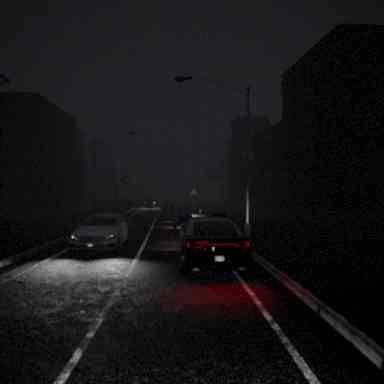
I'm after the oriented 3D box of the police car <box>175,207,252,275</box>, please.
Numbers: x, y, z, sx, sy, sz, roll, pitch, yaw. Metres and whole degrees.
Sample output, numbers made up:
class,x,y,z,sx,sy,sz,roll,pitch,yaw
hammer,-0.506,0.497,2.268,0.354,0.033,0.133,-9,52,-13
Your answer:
class,x,y,z,sx,sy,sz,roll,pitch,yaw
police car,0.531,1.465,10.777,1.930,1.638,5.238,0,-1,-3

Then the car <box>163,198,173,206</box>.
class,x,y,z,sx,sy,sz,roll,pitch,yaw
car,-4.435,1.783,61.027,1.895,1.301,4.718,0,2,-5

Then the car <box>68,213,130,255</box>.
class,x,y,z,sx,sy,sz,roll,pitch,yaw
car,-3.726,1.624,13.988,1.812,1.442,4.674,0,-1,-4

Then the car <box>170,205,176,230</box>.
class,x,y,z,sx,sy,sz,roll,pitch,yaw
car,-0.218,1.745,20.715,1.812,1.442,4.674,0,-1,-5

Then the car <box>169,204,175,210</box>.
class,x,y,z,sx,sy,sz,roll,pitch,yaw
car,-0.710,1.896,26.704,1.812,1.442,4.674,0,-1,-5

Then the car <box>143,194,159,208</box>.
class,x,y,z,sx,sy,sz,roll,pitch,yaw
car,-7.144,1.673,56.595,2.097,1.767,4.553,0,2,-4

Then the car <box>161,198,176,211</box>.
class,x,y,z,sx,sy,sz,roll,pitch,yaw
car,-3.285,1.942,47.154,2.128,1.511,4.902,0,-1,-5
